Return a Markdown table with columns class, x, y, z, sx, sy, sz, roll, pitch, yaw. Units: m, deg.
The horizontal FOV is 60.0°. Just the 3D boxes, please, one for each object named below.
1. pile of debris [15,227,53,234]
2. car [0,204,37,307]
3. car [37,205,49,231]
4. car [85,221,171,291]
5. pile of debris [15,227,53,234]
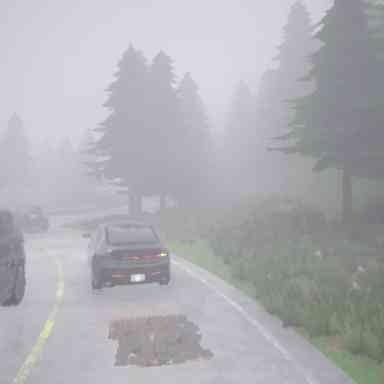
| class | x | y | z | sx | sy | sz | roll | pitch | yaw |
| --- | --- | --- | --- | --- | --- | --- | --- | --- | --- |
| pile of debris | -9.763 | 2.369 | 20.537 | 1.860 | 0.140 | 1.500 | -1 | -1 | 40 |
| car | -4.177 | 1.273 | 5.121 | 2.150 | 2.045 | 5.566 | 1 | -1 | -15 |
| car | -11.036 | 1.557 | 21.197 | 4.553 | 1.767 | 2.097 | -1 | -1 | 42 |
| car | -1.943 | 1.591 | 9.437 | 1.837 | 1.490 | 4.892 | 0 | 0 | -19 |
| pile of debris | -9.763 | 2.369 | 20.537 | 1.860 | 0.140 | 1.500 | -1 | -1 | 40 |
